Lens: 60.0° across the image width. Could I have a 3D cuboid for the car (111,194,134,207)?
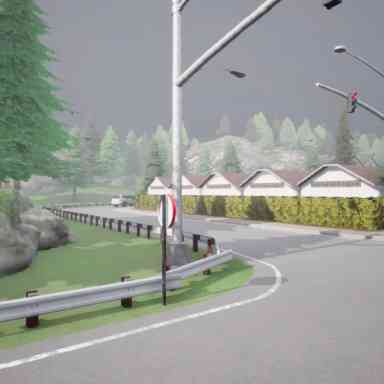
[{"bbox_3d":[-10.454,1.398,53.907,2.150,2.045,5.566,0,0,36],"label":"car"}]
